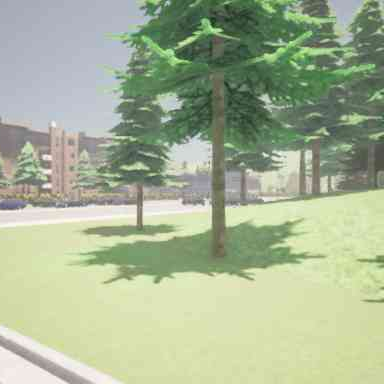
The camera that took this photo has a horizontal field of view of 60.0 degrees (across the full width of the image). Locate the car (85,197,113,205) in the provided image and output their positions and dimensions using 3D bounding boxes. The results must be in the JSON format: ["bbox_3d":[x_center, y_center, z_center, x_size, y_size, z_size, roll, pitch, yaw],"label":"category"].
[{"bbox_3d":[-16.759,1.675,60.087,1.895,1.301,4.718,0,0,35],"label":"car"}]

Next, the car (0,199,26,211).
[{"bbox_3d":[-22.421,1.589,39.977,1.812,1.442,4.674,0,0,35],"label":"car"}]

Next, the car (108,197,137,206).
[{"bbox_3d":[-11.228,1.568,55.871,1.837,1.490,4.892,0,0,35],"label":"car"}]

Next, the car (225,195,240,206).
[{"bbox_3d":[5.791,1.545,53.874,1.837,1.490,4.892,0,0,35],"label":"car"}]

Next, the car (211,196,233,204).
[{"bbox_3d":[5.999,1.542,66.419,2.128,1.511,4.902,0,0,35],"label":"car"}]

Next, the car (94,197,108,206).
[{"bbox_3d":[-14.202,1.546,57.651,1.882,1.535,5.008,0,0,35],"label":"car"}]

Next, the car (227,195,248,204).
[{"bbox_3d":[8.862,1.398,64.406,2.097,1.767,4.553,0,0,35],"label":"car"}]

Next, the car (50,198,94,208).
[{"bbox_3d":[-17.101,1.555,47.564,2.128,1.511,4.902,0,0,35],"label":"car"}]

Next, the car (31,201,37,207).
[{"bbox_3d":[-22.549,1.675,51.910,1.895,1.301,4.718,0,0,35],"label":"car"}]

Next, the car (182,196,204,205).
[{"bbox_3d":[0.292,1.403,58.280,2.097,1.767,4.553,0,0,35],"label":"car"}]

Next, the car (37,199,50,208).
[{"bbox_3d":[-19.997,1.670,49.509,1.895,1.301,4.718,0,0,35],"label":"car"}]

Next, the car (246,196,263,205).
[{"bbox_3d":[11.737,1.532,62.409,2.128,1.511,4.902,0,0,35],"label":"car"}]
